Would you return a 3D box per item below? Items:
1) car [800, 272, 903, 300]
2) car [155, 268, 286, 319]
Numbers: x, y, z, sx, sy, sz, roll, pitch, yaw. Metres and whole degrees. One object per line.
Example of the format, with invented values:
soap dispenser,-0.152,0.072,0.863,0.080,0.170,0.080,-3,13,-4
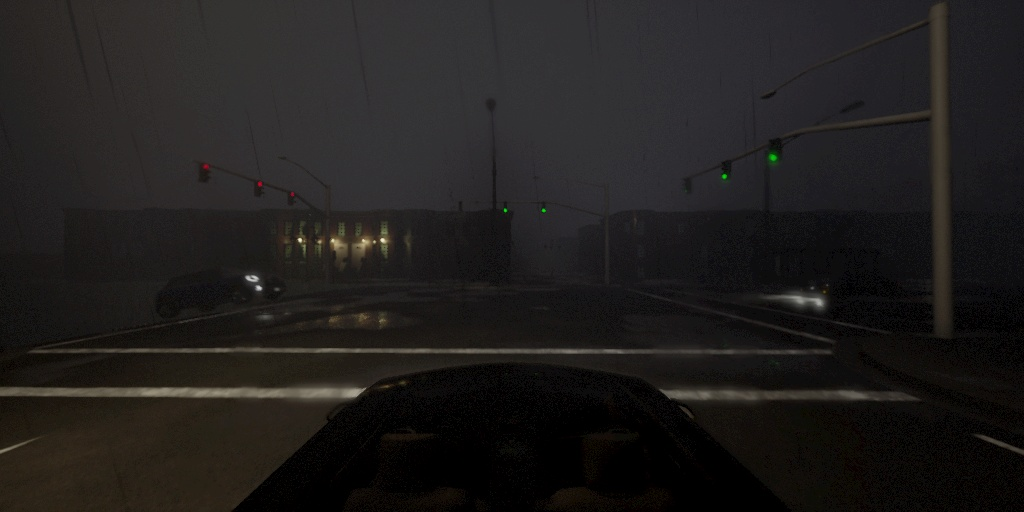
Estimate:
car,17.920,1.525,19.047,4.181,1.385,1.994,0,-1,0
car,-12.416,1.303,15.417,4.553,1.767,2.097,-11,-1,0
